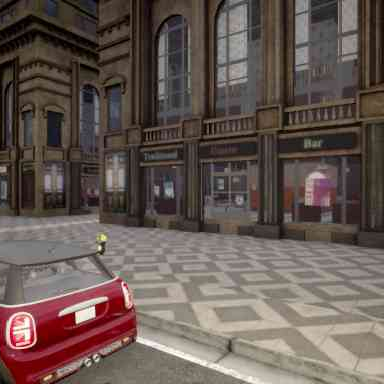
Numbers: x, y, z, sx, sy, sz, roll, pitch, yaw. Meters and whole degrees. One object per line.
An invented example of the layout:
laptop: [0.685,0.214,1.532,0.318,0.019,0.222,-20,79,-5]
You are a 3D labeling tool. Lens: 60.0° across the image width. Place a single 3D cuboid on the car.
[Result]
car: [-2.807,1.440,4.967,4.097,1.590,1.967,0,0,36]
